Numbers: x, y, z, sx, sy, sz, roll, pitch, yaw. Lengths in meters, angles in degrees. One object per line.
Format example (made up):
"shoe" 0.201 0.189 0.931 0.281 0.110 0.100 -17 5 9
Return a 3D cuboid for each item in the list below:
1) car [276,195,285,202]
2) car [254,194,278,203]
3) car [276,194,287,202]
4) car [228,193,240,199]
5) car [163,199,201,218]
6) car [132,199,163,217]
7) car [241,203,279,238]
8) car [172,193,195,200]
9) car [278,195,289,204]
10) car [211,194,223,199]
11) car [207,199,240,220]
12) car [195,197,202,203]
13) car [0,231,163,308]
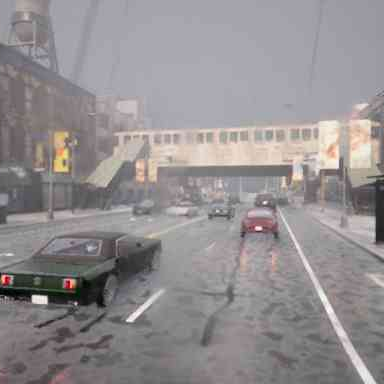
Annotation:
"car" 22.677 1.624 85.750 2.097 1.535 5.008 0 0 13
"car" 7.901 1.270 35.911 2.150 2.045 5.566 0 -1 13
"car" 21.336 1.490 79.465 2.185 1.767 4.553 0 0 13
"car" 8.980 1.299 70.826 2.150 2.045 5.566 0 0 13
"car" -0.809 1.614 30.341 1.895 1.301 4.718 0 0 13
"car" -4.053 1.477 31.826 1.882 1.535 5.008 0 0 13
"car" 3.665 1.551 17.894 1.812 1.442 4.674 0 0 13
"car" -1.694 1.251 54.697 2.435 2.045 5.566 0 0 13
"car" 18.825 1.600 68.987 2.231 1.521 4.892 0 0 23
"car" 5.579 1.584 71.660 1.812 1.442 4.674 0 0 13
"car" 2.599 1.574 28.677 2.033 1.411 5.357 0 0 13
"car" -0.040 1.628 61.905 1.895 1.301 4.718 0 0 13
"car" -2.191 1.596 7.982 1.895 1.301 4.718 0 0 12
